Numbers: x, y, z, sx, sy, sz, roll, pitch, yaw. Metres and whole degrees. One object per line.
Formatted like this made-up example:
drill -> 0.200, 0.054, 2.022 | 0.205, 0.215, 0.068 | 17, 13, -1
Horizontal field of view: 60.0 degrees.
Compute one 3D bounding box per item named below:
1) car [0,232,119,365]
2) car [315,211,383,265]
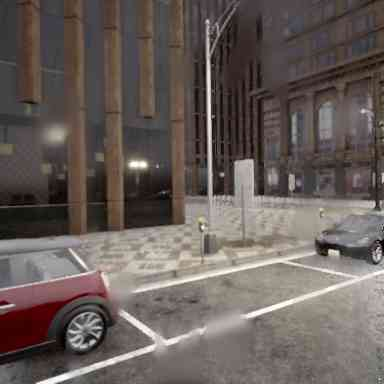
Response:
car -> -3.177, 1.444, 4.379 | 4.097, 1.590, 1.967 | -2, 1, -35
car -> 5.831, 1.325, 10.775 | 4.313, 1.339, 1.947 | -2, 1, -35
